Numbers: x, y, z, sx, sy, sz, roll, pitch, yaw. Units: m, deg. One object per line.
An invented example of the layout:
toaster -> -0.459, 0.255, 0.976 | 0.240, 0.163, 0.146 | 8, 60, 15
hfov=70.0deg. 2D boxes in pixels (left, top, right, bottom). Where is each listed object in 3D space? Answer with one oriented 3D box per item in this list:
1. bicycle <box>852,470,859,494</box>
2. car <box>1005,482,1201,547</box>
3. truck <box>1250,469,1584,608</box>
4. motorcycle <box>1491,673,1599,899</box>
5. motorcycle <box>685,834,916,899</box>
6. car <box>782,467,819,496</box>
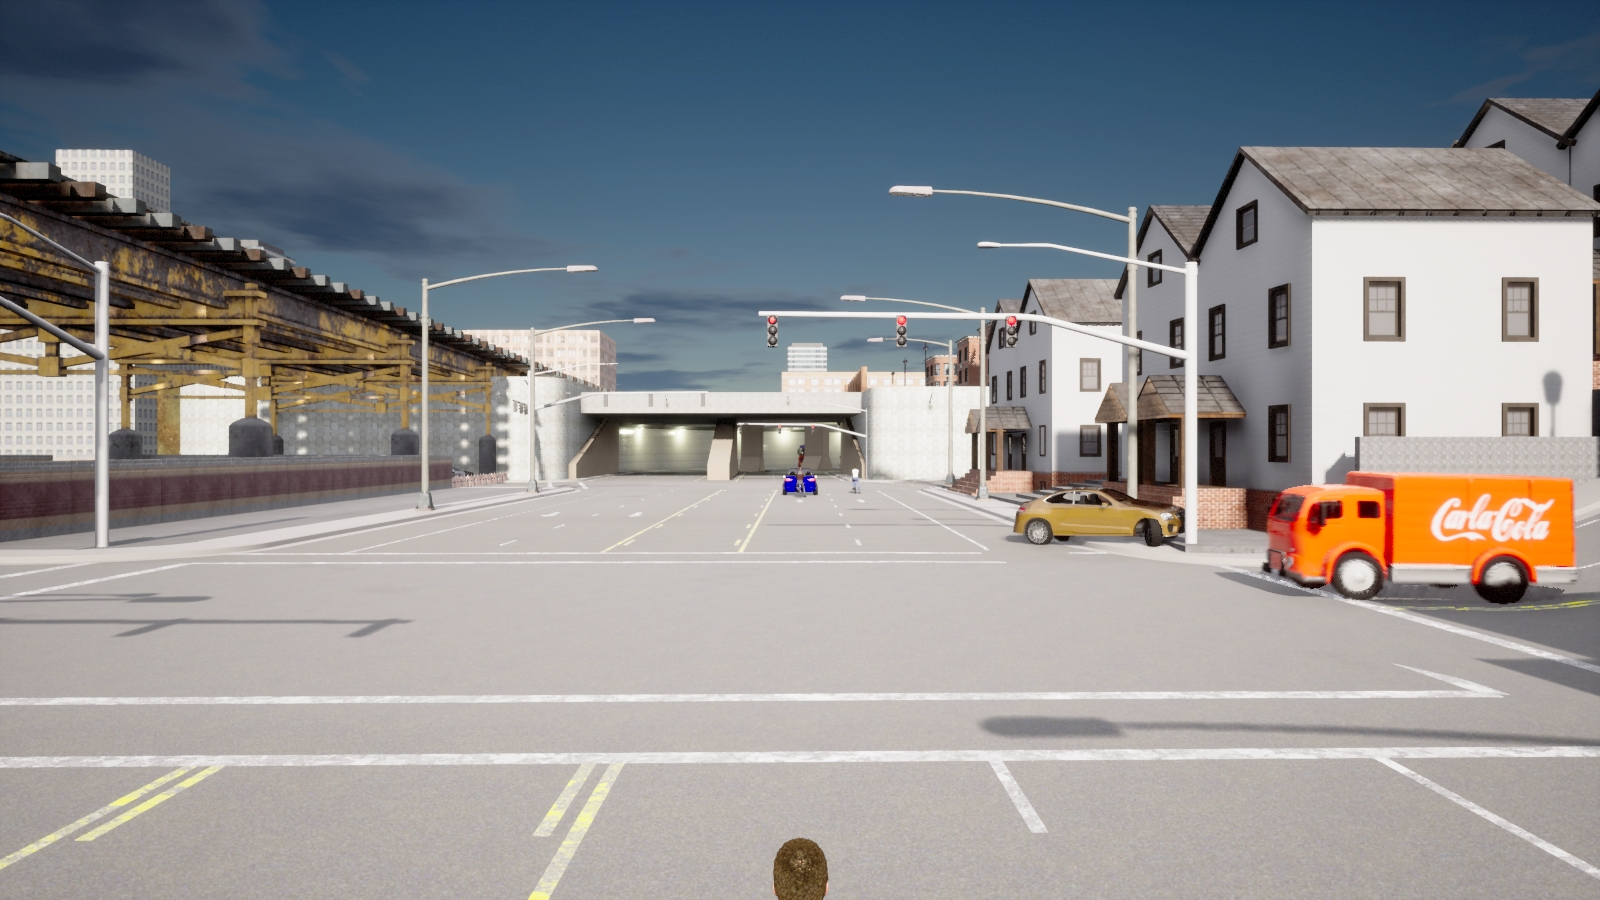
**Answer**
bicycle -> 3.507, 2.018, 72.556 | 0.373, 1.521, 1.643 | 0, 0, 0
car -> 8.816, 1.902, 33.461 | 5.027, 1.651, 2.152 | -3, 0, 36
truck -> 12.126, 1.683, 22.824 | 5.204, 2.467, 2.627 | 1, 1, 2
motorcycle -> 3.504, 1.905, 3.984 | 0.764, 1.802, 2.356 | 0, 0, 0
motorcycle -> 0.002, 2.172, 3.626 | 0.803, 1.224, 2.033 | 0, 0, 0
car -> 0.007, 1.942, 71.643 | 2.242, 1.667, 4.611 | 0, 0, 0
